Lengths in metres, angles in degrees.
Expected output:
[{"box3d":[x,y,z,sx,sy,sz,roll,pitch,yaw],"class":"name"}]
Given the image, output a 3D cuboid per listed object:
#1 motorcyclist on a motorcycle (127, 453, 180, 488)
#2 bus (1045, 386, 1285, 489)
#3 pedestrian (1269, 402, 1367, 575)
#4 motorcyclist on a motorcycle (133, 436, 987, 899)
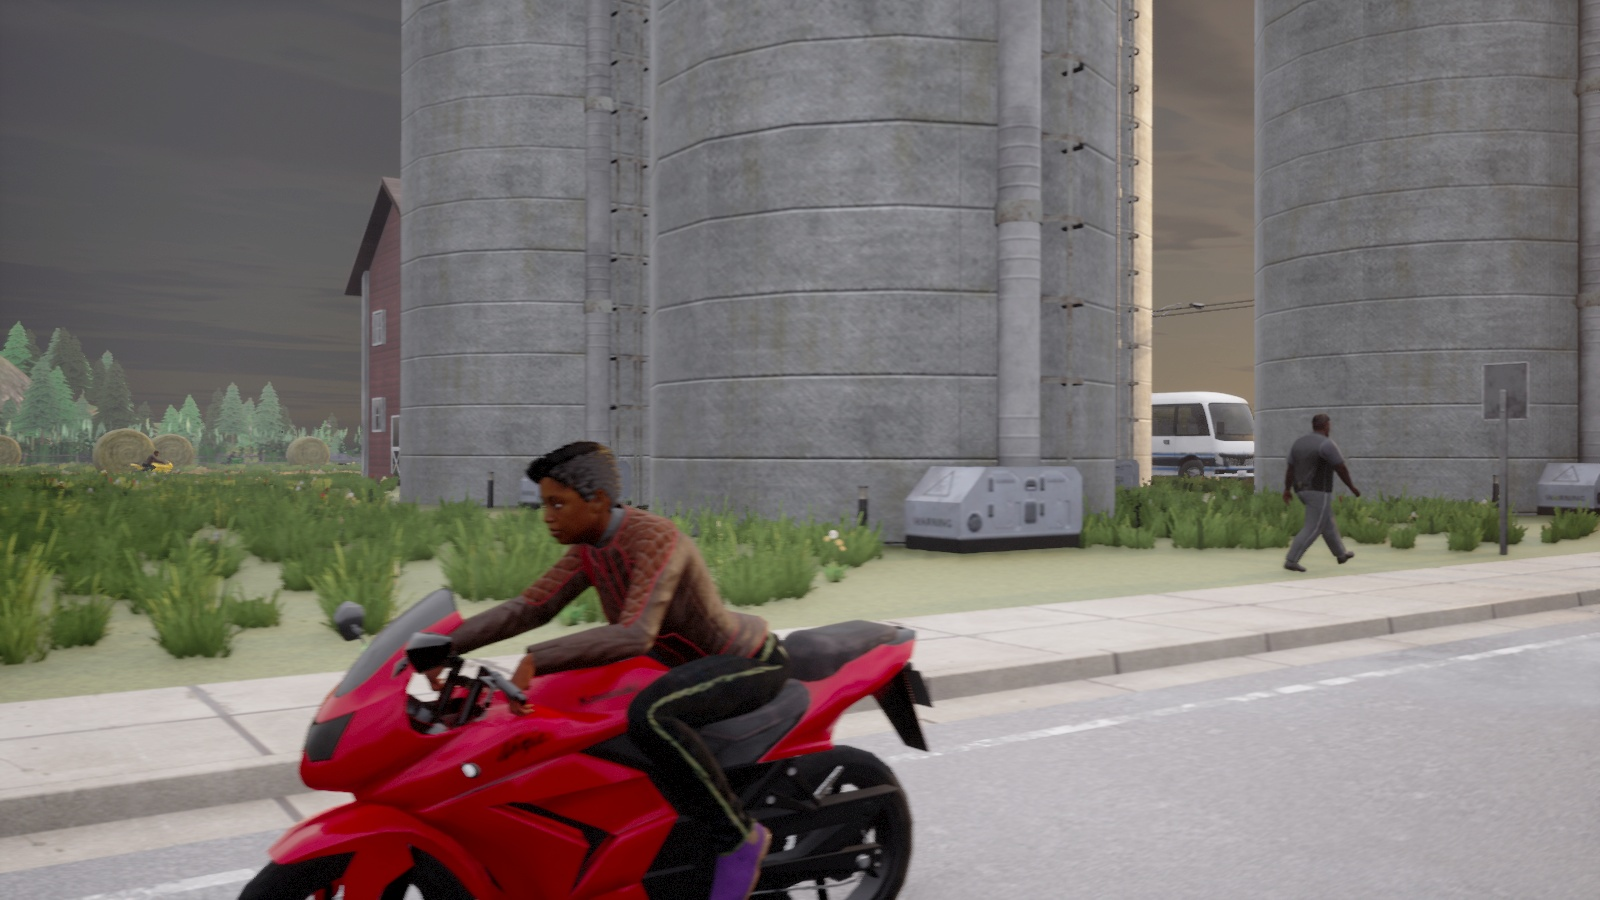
[{"box3d":[-28.821,0.898,55.988,2.044,1.523,0.797,0,0,-35],"class":"motorcyclist on a motorcycle"},{"box3d":[16.324,-0.526,57.131,3.944,4.253,10.273,0,0,-35],"class":"bus"},{"box3d":[5.810,0.420,14.100,0.849,1.883,0.563,0,0,-18],"class":"pedestrian"},{"box3d":[-0.540,0.736,3.283,2.044,1.523,0.797,0,0,-35],"class":"motorcyclist on a motorcycle"}]
